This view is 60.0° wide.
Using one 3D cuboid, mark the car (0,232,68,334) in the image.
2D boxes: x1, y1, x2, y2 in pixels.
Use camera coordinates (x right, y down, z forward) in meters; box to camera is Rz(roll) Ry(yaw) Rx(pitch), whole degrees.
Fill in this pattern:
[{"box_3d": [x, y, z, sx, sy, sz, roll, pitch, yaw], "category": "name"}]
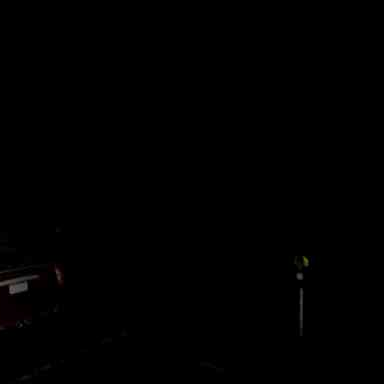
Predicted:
[{"box_3d": [-4.128, 1.439, 6.027, 4.097, 1.590, 1.967, 0, 0, 36], "category": "car"}]
